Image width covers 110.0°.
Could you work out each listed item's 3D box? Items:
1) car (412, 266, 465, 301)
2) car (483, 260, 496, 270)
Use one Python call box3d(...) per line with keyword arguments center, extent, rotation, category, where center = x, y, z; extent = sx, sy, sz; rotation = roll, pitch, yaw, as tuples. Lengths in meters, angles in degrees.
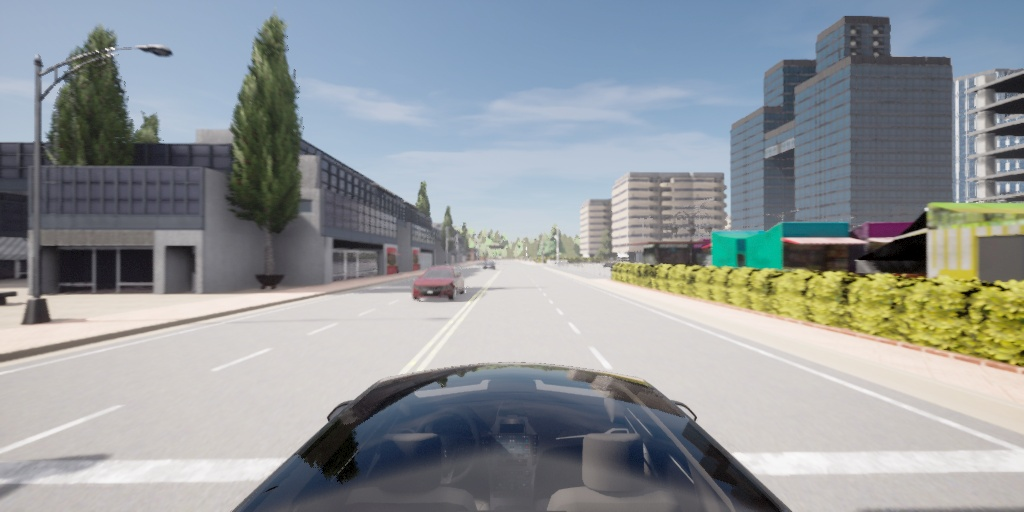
box3d(center=(-3.503, 1.283, 17.847), extent=(1.882, 1.535, 5.008), rotation=(0, 0, 0), category="car")
box3d(center=(-3.506, 1.427, 56.099), extent=(2.128, 1.511, 4.902), rotation=(0, 0, 0), category="car")
